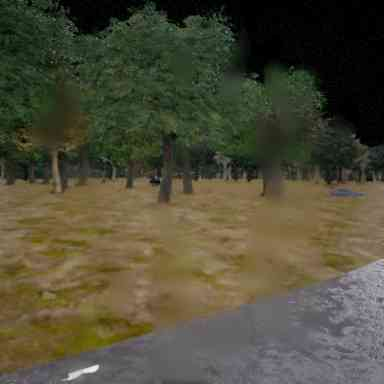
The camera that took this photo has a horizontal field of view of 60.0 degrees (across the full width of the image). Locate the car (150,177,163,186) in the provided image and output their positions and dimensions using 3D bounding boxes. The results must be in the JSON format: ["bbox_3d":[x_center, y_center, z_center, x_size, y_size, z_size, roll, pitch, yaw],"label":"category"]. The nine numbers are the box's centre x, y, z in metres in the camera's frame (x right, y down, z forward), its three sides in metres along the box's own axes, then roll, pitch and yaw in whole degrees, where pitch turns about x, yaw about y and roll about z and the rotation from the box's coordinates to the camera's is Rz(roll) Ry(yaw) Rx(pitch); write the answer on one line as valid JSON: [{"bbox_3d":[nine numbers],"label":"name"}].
[{"bbox_3d":[-7.678,-2.450,79.962,5.566,2.045,2.150,4,2,36],"label":"car"}]

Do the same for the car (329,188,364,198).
[{"bbox_3d":[26.237,0.083,56.441,5.357,1.411,2.033,4,2,34],"label":"car"}]
